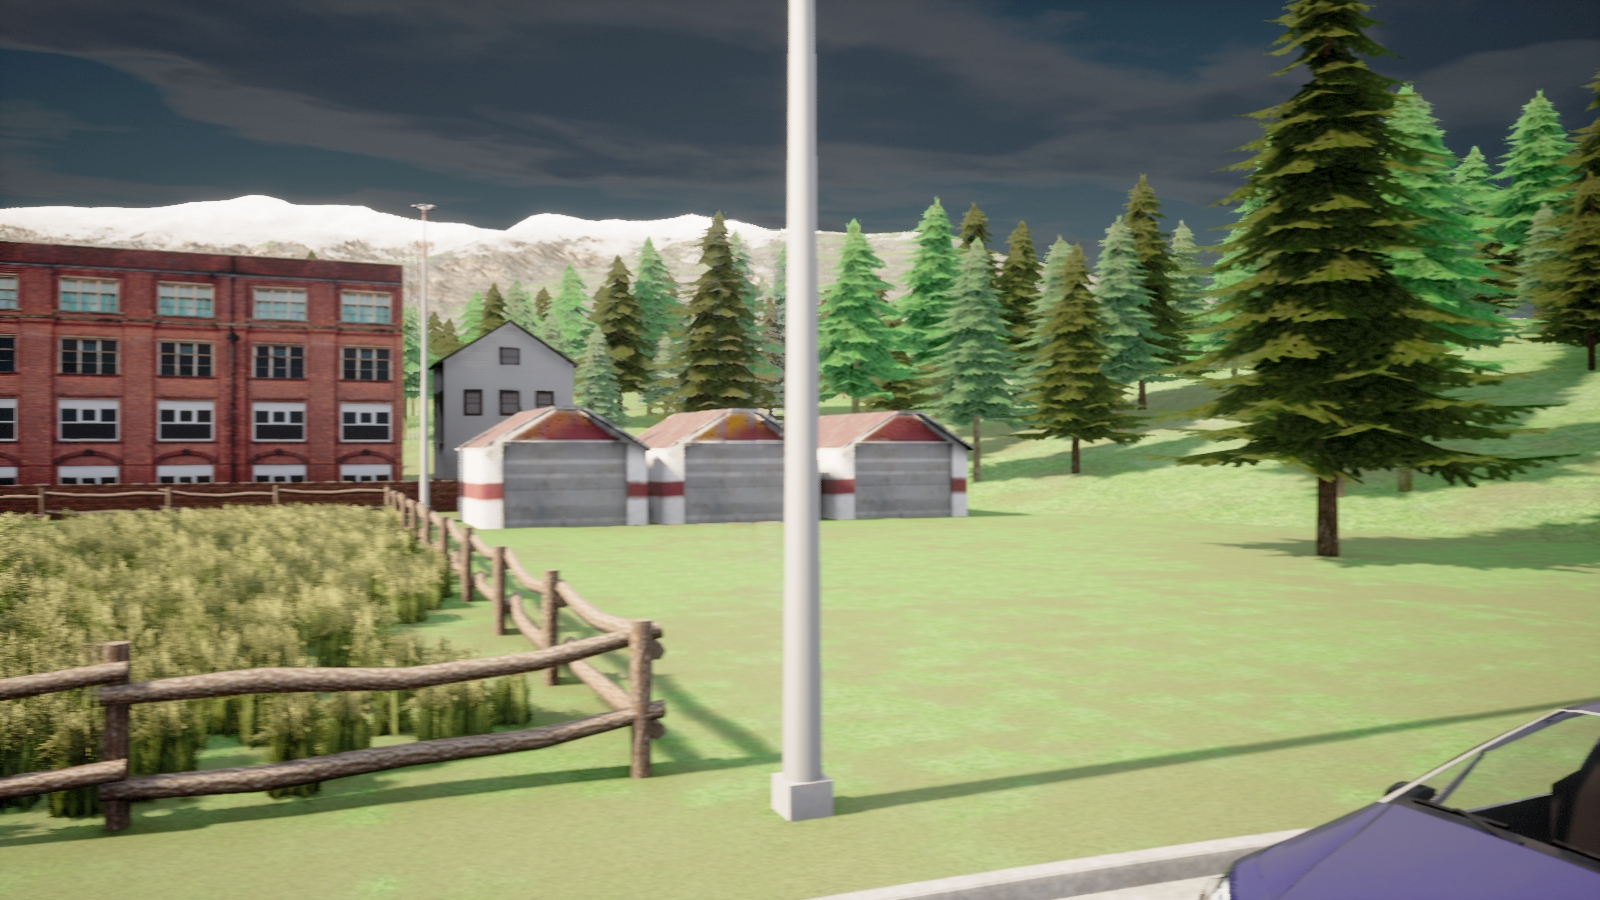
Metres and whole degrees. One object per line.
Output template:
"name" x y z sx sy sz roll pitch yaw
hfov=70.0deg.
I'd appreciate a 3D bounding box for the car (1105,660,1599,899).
"car" 3.932 1.963 4.861 4.611 1.667 2.242 0 0 -18
